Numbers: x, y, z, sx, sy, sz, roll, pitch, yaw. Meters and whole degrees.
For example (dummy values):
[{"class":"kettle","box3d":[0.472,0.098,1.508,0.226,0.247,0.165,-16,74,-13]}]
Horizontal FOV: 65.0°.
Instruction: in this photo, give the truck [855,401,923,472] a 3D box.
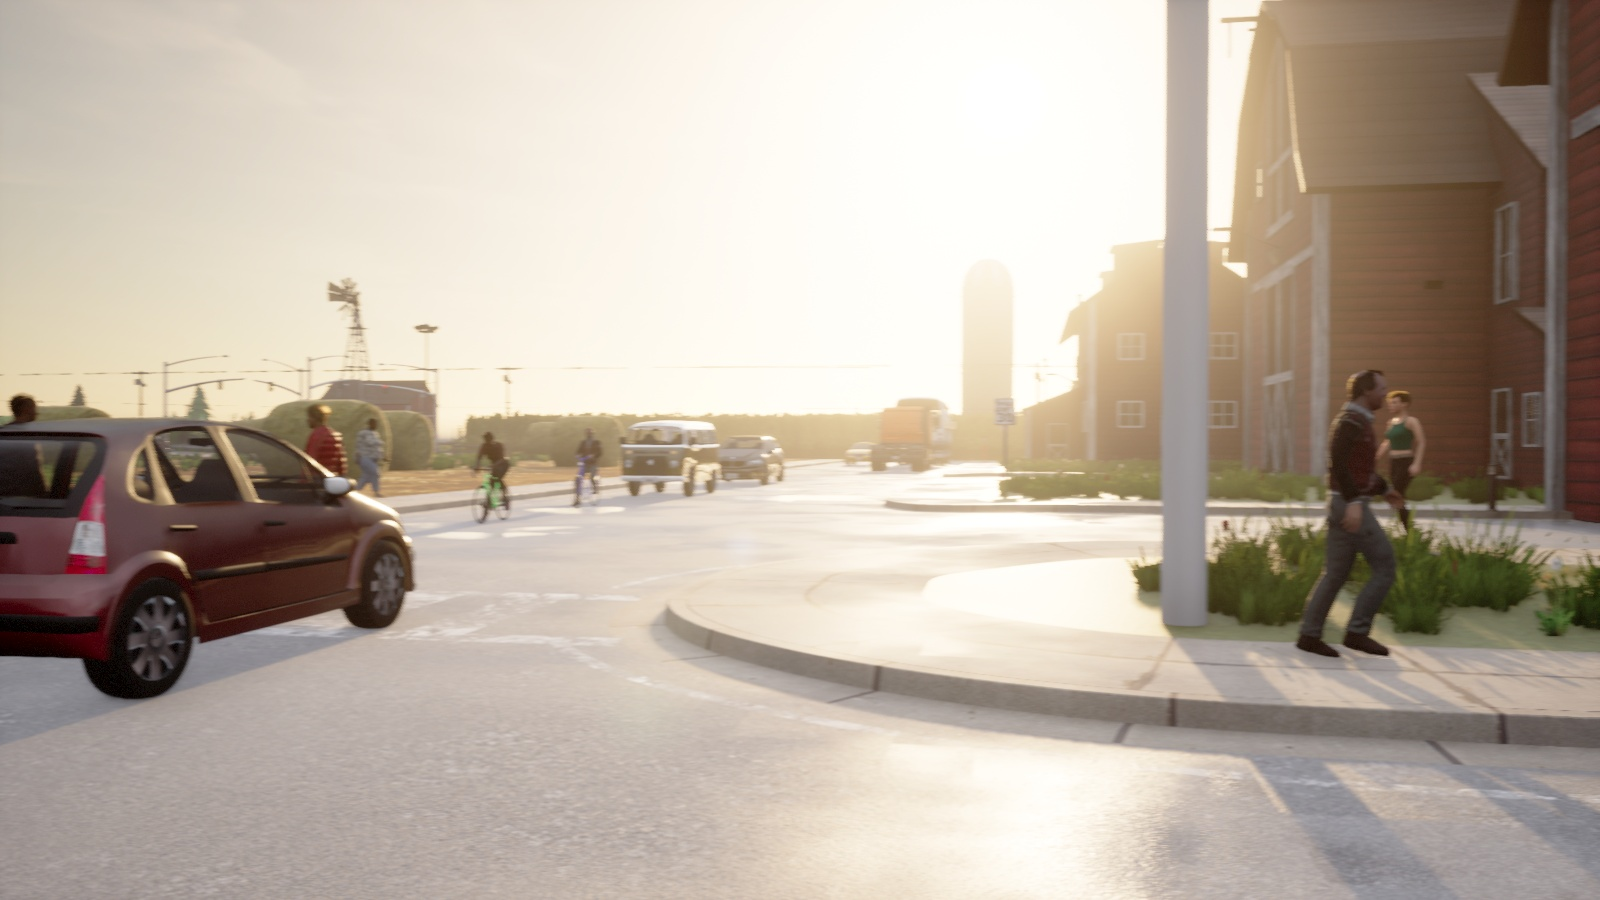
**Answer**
[{"class":"truck","box3d":[4.765,-0.683,65.743,2.891,3.462,7.936,0,0,9]}]

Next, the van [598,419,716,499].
[{"class":"van","box3d":[-3.807,0.224,34.325,2.069,2.038,4.480,0,0,9]}]

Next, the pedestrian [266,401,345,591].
[{"class":"pedestrian","box3d":[-4.861,0.445,12.353,0.636,1.846,0.331,0,0,6]}]

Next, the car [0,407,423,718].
[{"class":"car","box3d":[-4.369,0.569,8.643,1.851,1.617,3.988,0,0,9]}]

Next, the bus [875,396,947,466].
[{"class":"bus","box3d":[7.355,-1.182,81.934,3.944,4.253,10.273,0,0,9]}]

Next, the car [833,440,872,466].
[{"class":"car","box3d":[3.327,0.152,78.896,1.801,1.575,5.366,0,0,9]}]

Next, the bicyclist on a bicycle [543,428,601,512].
[{"class":"bicyclist on a bicycle","box3d":[-4.930,0.416,27.298,0.659,1.776,1.843,0,0,9]}]

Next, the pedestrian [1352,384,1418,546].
[{"class":"pedestrian","box3d":[6.724,0.172,14.436,0.594,1.836,0.345,0,0,-5]}]

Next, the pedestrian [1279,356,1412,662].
[{"class":"pedestrian","box3d":[3.410,0.357,7.885,0.720,1.854,0.376,0,0,16]}]

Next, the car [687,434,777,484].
[{"class":"car","box3d":[-2.298,0.272,43.794,2.242,1.667,4.611,0,1,9]}]

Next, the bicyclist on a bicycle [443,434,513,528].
[{"class":"bicyclist on a bicycle","box3d":[-5.718,0.522,22.387,0.582,1.620,1.656,-1,1,9]}]

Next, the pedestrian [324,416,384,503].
[{"class":"pedestrian","box3d":[-9.750,0.205,27.463,0.900,1.855,0.874,0,0,17]}]

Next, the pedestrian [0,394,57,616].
[{"class":"pedestrian","box3d":[-6.760,0.456,10.614,0.431,1.840,0.703,0,0,29]}]
